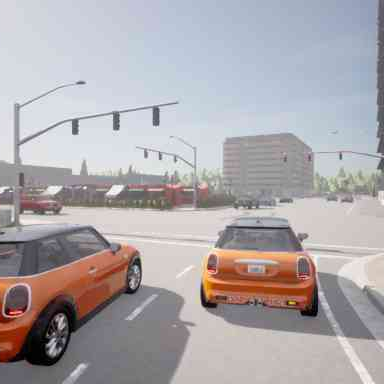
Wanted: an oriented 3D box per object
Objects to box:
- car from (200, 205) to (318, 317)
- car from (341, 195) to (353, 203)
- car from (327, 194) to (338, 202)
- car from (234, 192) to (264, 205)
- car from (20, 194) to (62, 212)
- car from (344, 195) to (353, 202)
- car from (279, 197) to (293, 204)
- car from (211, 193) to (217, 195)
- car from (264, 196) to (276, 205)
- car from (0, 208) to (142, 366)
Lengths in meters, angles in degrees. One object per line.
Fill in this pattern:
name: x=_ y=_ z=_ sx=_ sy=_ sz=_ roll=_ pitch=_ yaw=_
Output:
car: x=1.618 y=1.352 z=7.816 sx=2.097 sy=1.767 sz=4.553 roll=0 pitch=0 yaw=14
car: x=32.066 y=1.595 z=68.988 sx=1.895 sy=1.301 sz=4.718 roll=0 pitch=0 yaw=27
car: x=33.514 y=1.355 z=79.366 sx=2.097 sy=1.767 sz=4.553 roll=0 pitch=0 yaw=27
car: x=7.422 y=1.221 z=44.553 sx=2.150 sy=2.045 sz=5.566 roll=0 pitch=0 yaw=27
car: x=-16.148 y=1.277 z=34.772 sx=5.566 sy=2.045 sz=2.150 roll=0 pitch=0 yaw=28
car: x=36.651 y=1.500 z=77.813 sx=1.837 sy=1.490 sz=4.892 roll=0 pitch=0 yaw=27
car: x=18.632 y=1.601 z=65.927 sx=1.895 sy=1.301 sz=4.718 roll=0 pitch=0 yaw=28
car: x=5.019 y=1.209 z=86.950 sx=4.605 sy=1.855 sz=1.932 roll=0 pitch=0 yaw=28
car: x=12.027 y=1.352 z=53.395 sx=2.097 sy=1.767 sz=4.553 roll=0 pitch=0 yaw=28
car: x=-2.497 y=1.352 z=6.104 sx=2.097 sy=1.767 sz=4.553 roll=0 pitch=0 yaw=10
